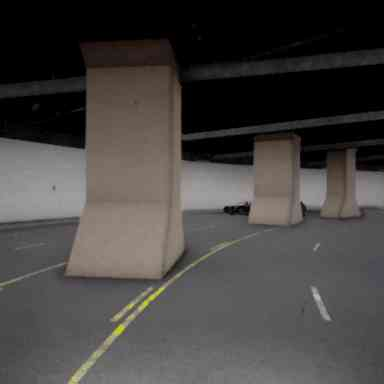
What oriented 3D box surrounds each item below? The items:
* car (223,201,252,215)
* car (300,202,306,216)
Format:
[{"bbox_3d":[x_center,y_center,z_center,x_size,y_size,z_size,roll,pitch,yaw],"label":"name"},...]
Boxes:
[{"bbox_3d":[5.271,1.548,32.998,4.718,1.301,1.895,0,0,-39],"label":"car"},{"bbox_3d":[8.765,1.481,31.265,4.892,1.490,1.837,0,0,-37],"label":"car"}]
